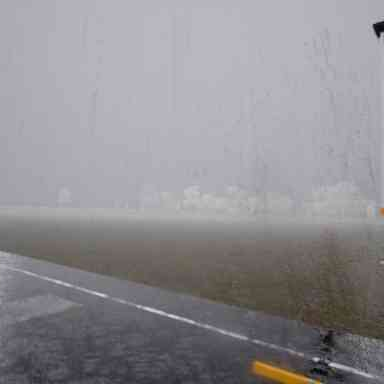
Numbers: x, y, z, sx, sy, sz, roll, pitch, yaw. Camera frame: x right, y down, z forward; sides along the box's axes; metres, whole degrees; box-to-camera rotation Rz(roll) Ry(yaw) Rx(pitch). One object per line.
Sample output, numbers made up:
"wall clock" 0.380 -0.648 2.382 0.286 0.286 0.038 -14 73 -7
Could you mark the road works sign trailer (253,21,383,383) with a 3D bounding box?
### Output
"road works sign trailer" 1.857 0.652 2.931 2.880 3.560 2.380 -1 -3 38
